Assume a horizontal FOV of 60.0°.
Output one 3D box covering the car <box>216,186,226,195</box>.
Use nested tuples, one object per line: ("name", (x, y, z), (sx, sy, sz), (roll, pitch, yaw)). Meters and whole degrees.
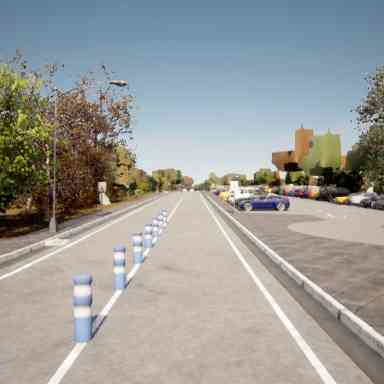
("car", (6.780, 0.342, 51.060), (5.366, 1.575, 1.946), (0, 2, 0))

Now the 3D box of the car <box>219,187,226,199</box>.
("car", (6.733, 0.523, 45.390), (5.366, 1.575, 1.946), (0, 2, 0))

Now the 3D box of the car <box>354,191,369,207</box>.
("car", (19.875, 0.910, 34.174), (4.792, 1.488, 2.163), (0, 2, 0))

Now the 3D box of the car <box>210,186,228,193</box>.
("car", (7.261, -0.733, 89.778), (4.553, 1.767, 2.185), (0, 1, 0))

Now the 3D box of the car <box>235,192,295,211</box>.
("car", (6.772, 1.004, 31.517), (4.792, 1.488, 2.163), (0, 2, 0))

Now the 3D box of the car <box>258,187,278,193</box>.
("car", (20.365, -0.609, 89.545), (5.008, 1.535, 2.097), (0, 1, 0))

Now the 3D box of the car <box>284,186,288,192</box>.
("car", (20.142, 0.045, 61.851), (5.008, 1.535, 2.097), (0, 1, 0))

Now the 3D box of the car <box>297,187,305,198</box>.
("car", (20.097, 0.288, 53.678), (4.792, 1.488, 2.163), (0, 2, 1))

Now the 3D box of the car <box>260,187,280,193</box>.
("car", (20.345, -0.504, 86.775), (4.674, 1.452, 2.002), (0, 1, 0))

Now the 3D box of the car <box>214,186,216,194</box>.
("car", (7.088, 0.078, 62.028), (4.792, 1.488, 2.163), (0, 1, 0))

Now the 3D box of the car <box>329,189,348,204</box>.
("car", (19.765, 0.698, 39.712), (5.366, 1.575, 1.946), (0, 2, 0))

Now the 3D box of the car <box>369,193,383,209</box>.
("car", (19.913, 0.840, 31.525), (4.553, 1.767, 2.185), (0, 2, 0))

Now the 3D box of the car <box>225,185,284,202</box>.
("car", (6.876, 0.544, 37.056), (5.566, 2.045, 2.435), (0, 2, 0))

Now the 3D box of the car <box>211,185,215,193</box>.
("car", (7.099, -0.119, 70.355), (4.792, 1.488, 2.163), (0, 1, 0))

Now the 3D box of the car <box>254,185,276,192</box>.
("car", (20.366, -0.929, 92.433), (5.566, 2.045, 2.435), (0, 1, 0))

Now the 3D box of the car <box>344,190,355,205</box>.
("car", (19.924, 0.831, 36.943), (4.674, 1.452, 2.002), (0, 2, 0))

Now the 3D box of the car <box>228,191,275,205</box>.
("car", (7.057, 0.702, 39.838), (5.366, 1.575, 1.946), (0, 2, 0))

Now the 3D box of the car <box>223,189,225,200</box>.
("car", (6.901, 0.617, 42.614), (4.892, 1.521, 2.231), (0, 2, 0))

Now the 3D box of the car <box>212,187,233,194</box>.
("car", (7.205, -0.344, 78.680), (4.892, 1.521, 2.231), (0, 1, 0))

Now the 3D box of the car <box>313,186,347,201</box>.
("car", (20.026, 0.271, 45.239), (5.566, 2.045, 2.435), (0, 2, 0))

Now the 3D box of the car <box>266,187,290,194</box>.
("car", (20.272, -0.348, 78.467), (5.008, 1.535, 2.097), (0, 1, 0))

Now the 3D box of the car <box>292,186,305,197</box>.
("car", (20.119, 0.214, 56.316), (4.792, 1.488, 2.163), (0, 1, 0))

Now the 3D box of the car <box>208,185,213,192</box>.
("car", (6.990, -0.283, 75.906), (5.366, 1.575, 1.946), (0, 1, 0))

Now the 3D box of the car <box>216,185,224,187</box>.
("car", (7.066, -0.009, 59.252), (4.553, 1.767, 2.185), (0, 1, 0))

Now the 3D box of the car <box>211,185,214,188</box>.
("car", (7.123, -0.185, 73.130), (4.792, 1.488, 2.163), (0, 1, 0))

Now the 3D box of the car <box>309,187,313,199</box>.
("car", (19.992, 0.463, 48.016), (4.792, 1.488, 2.163), (0, 2, 0))

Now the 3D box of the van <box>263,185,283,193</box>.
("van", (20.441, -0.707, 84.125), (4.442, 1.987, 1.878), (0, 1, 0))

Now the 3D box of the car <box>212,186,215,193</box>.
("car", (7.076, -0.053, 67.579), (4.792, 1.488, 2.163), (0, 1, 0))

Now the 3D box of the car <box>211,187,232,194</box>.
("car", (7.216, -0.410, 81.455), (4.892, 1.521, 2.231), (0, 1, 0))

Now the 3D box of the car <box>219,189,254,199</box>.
("car", (7.174, 0.262, 53.709), (5.366, 1.575, 1.946), (0, 2, 0))

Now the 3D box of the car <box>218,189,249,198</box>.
("car", (7.006, 0.189, 56.477), (4.892, 1.521, 2.231), (0, 2, 0))

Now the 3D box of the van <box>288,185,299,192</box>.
("van", (20.005, -0.112, 59.061), (4.442, 1.987, 1.878), (0, 1, 0))

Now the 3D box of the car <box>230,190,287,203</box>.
("car", (6.830, 0.885, 34.290), (5.008, 1.535, 2.097), (0, 2, 0))

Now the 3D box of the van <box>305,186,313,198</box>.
("van", (20.162, 0.116, 50.899), (4.442, 1.987, 1.878), (0, 2, 0))

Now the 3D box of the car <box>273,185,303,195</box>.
("car", (20.179, -0.402, 70.152), (5.566, 2.045, 2.435), (0, 1, 0))

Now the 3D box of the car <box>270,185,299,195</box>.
("car", (20.202, -0.468, 72.922), (5.566, 2.045, 2.435), (0, 1, 0))

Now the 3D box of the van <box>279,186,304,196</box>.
("van", (20.067, -0.312, 67.385), (4.442, 1.987, 1.878), (0, 1, 0))
